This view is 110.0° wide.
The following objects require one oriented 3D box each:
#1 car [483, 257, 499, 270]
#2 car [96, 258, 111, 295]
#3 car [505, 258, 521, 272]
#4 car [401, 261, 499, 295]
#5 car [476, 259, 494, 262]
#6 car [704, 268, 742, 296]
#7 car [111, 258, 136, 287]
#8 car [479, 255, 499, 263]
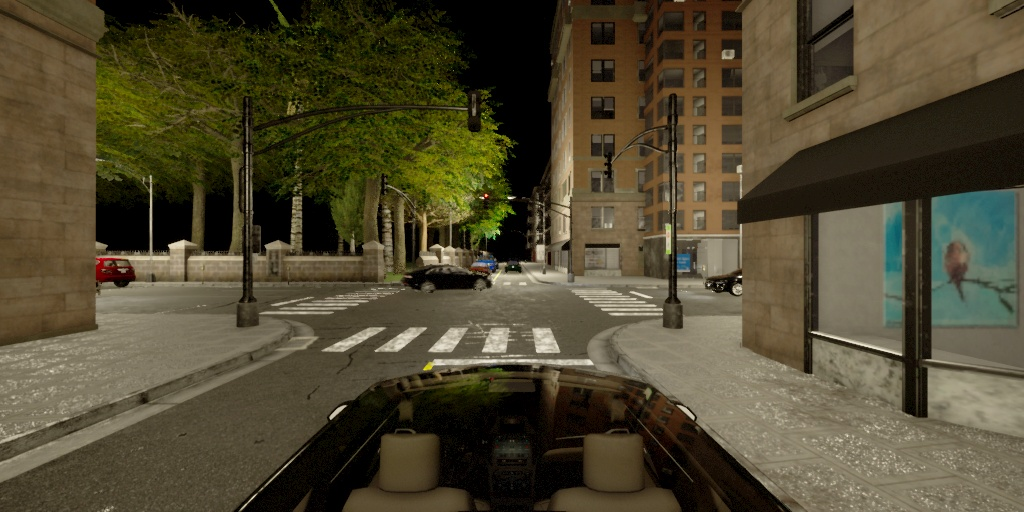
[{"bbox_3d":[-3.035,1.043,52.958,2.097,1.767,4.553,0,0,0],"label":"car"},{"bbox_3d":[-21.372,1.078,15.924,4.553,1.767,2.097,0,0,1],"label":"car"},{"bbox_3d":[0.145,1.270,45.099,1.994,1.385,4.181,0,0,0],"label":"car"},{"bbox_3d":[-3.461,1.239,19.438,4.902,1.511,2.128,0,0,-30],"label":"car"},{"bbox_3d":[-3.064,1.292,33.589,1.994,1.385,4.181,0,0,0],"label":"car"},{"bbox_3d":[12.684,1.270,18.668,4.892,1.490,1.837,0,0,1],"label":"car"},{"bbox_3d":[-25.929,1.034,21.753,5.009,1.841,2.192,0,0,1],"label":"car"},{"bbox_3d":[-3.056,0.932,42.898,2.150,2.045,5.566,0,0,0],"label":"car"}]
